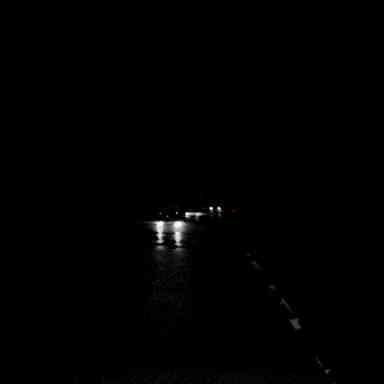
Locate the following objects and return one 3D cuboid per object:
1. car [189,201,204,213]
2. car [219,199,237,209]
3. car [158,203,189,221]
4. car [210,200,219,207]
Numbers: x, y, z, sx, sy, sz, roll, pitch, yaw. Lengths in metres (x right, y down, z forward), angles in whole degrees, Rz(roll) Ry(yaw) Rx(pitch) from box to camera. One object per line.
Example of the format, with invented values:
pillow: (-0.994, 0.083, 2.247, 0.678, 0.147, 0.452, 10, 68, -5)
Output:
car: (0.422, 1.916, 43.594, 2.033, 1.411, 5.357, 0, -1, 11)
car: (6.147, 1.866, 54.084, 2.097, 1.767, 4.553, 0, -1, 14)
car: (-1.706, 1.722, 29.369, 1.812, 1.442, 4.674, 0, 0, 7)
car: (4.768, 2.164, 63.222, 1.812, 1.442, 4.674, 0, -1, 15)
